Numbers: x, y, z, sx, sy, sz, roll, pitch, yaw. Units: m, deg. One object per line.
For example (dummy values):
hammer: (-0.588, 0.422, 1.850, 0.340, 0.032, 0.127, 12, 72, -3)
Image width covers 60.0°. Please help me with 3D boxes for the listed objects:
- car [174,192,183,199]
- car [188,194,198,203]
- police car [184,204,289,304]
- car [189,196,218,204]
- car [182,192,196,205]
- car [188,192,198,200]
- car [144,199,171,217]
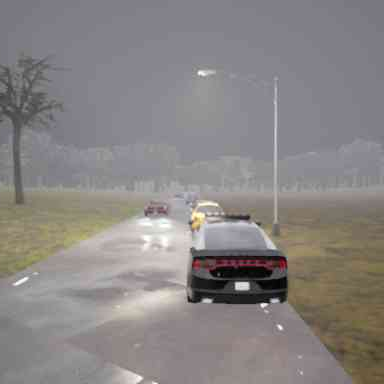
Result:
car: (-2.626, 0.624, 68.184, 2.033, 1.411, 5.357, 0, 1, 0)
car: (0.870, 1.190, 24.016, 1.882, 1.535, 5.008, 0, 1, 0)
police car: (0.840, 1.330, 8.125, 1.930, 1.638, 5.238, 0, 1, 0)
car: (0.859, 1.239, 18.205, 1.801, 1.575, 5.366, 0, 1, 0)
car: (0.118, 0.968, 45.722, 2.033, 1.411, 5.357, 0, 1, 1)
car: (0.116, 0.685, 63.169, 1.812, 1.442, 4.674, 0, 1, 0)
car: (-2.798, 1.266, 27.697, 1.895, 1.301, 4.718, 0, 1, 0)
